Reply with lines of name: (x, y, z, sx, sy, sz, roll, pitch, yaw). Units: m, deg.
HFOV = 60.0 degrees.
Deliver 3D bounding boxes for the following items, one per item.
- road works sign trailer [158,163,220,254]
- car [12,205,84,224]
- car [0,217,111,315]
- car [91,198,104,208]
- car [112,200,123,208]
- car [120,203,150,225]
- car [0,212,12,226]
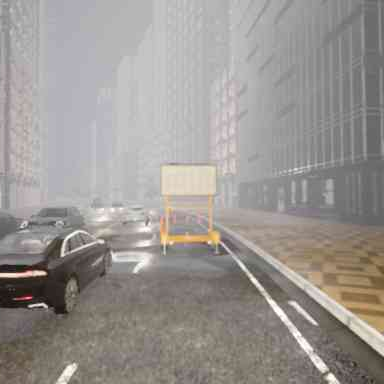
road works sign trailer: (-0.141, 0.574, 14.040, 2.380, 3.560, 2.880, 0, 0, -4)
car: (-7.047, 1.515, 17.229, 2.097, 1.767, 4.553, 0, 0, -4)
car: (-3.204, 1.567, 7.664, 2.128, 1.511, 4.902, 0, 0, -1)
car: (-16.281, 1.861, 57.485, 2.097, 1.767, 4.553, 0, -1, -13)
car: (-13.073, 2.112, 58.123, 1.895, 1.301, 4.718, 0, -1, -13)
car: (-4.267, 1.744, 26.000, 1.812, 1.442, 4.674, 0, 0, -5)
car: (-10.230, 1.718, 16.596, 2.033, 1.411, 5.357, 0, 0, -3)
